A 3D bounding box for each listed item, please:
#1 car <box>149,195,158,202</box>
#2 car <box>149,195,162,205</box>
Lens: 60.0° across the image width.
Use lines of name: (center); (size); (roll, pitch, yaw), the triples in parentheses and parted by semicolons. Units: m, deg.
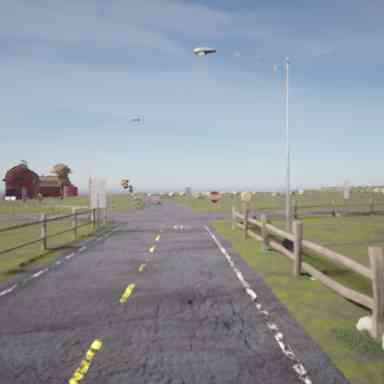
car: (-9.233, 1.566, 79.291); (1.812, 1.442, 4.674); (0, 0, -9)
car: (-6.415, 1.581, 59.582); (1.812, 1.442, 4.674); (0, 1, -7)
